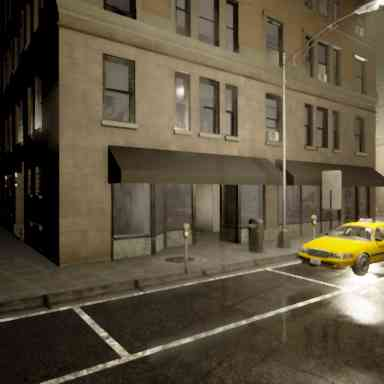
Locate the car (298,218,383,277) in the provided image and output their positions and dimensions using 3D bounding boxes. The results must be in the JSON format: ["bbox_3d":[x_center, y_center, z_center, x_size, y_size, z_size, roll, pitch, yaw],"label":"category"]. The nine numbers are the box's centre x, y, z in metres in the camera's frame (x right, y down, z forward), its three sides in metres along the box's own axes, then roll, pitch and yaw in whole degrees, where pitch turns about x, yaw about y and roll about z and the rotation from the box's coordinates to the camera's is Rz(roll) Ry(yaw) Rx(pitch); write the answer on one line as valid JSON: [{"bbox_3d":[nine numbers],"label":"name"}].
[{"bbox_3d":[5.253,1.524,10.273,4.829,1.417,1.752,0,0,-35],"label":"car"}]
